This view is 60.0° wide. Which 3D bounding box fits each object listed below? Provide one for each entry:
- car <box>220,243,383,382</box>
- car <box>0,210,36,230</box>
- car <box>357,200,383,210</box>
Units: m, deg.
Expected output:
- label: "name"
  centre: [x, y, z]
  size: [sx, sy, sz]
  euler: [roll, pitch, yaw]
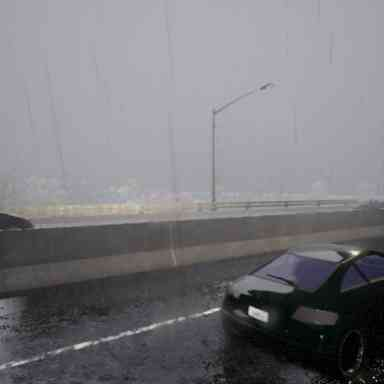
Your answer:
- label: "car"
  centre: [2.501, 1.565, 5.509]
  size: [4.181, 1.385, 1.994]
  euler: [0, 0, -35]
- label: "car"
  centre: [-9.393, 1.522, 14.494]
  size: [4.674, 1.442, 1.812]
  euler: [0, 0, -35]
- label: "car"
  centre: [21.846, 1.650, 40.334]
  size: [4.181, 1.385, 1.994]
  euler: [0, 0, -34]
